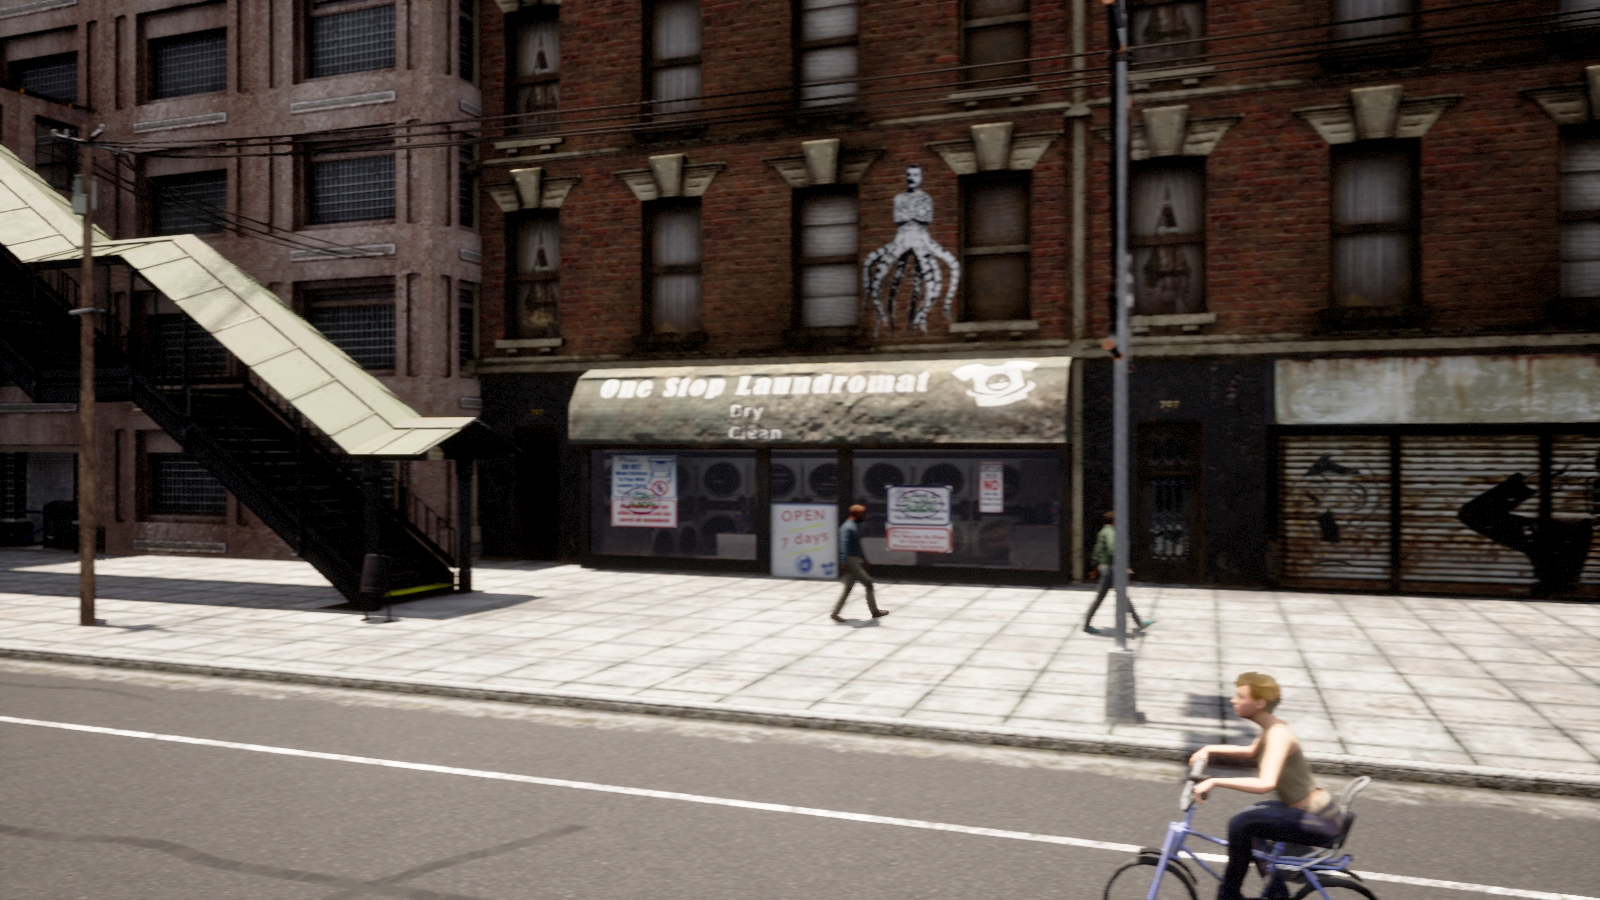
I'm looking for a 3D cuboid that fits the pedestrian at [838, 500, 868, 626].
[{"bbox_3d":[0.803,1.696,17.262,0.375,1.860,0.375,0,0,16],"label":"pedestrian"}]

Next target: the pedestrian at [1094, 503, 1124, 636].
[{"bbox_3d":[4.420,1.696,16.355,0.375,1.860,0.375,0,0,10],"label":"pedestrian"}]
